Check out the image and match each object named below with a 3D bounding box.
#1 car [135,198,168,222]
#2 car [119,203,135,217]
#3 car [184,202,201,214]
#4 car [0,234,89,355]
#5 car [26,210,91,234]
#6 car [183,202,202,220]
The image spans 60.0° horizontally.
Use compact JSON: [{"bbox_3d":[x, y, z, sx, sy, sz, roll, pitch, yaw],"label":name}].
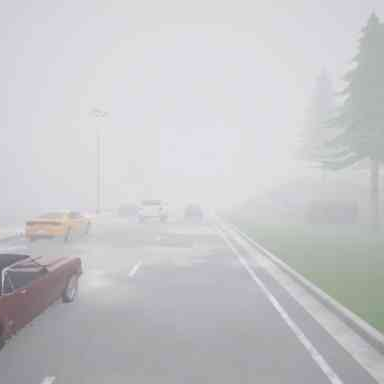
[{"bbox_3d":[-3.402,1.581,30.076,2.150,2.045,5.566,0,0,0],"label":"car"},{"bbox_3d":[-6.901,1.922,37.406,1.882,1.535,5.008,0,-1,0],"label":"car"},{"bbox_3d":[0.139,2.062,43.371,2.033,1.411,5.357,0,-1,1],"label":"car"},{"bbox_3d":[-3.401,1.667,5.462,1.895,1.301,4.718,0,-1,0],"label":"car"},{"bbox_3d":[-6.901,1.689,17.706,1.882,1.535,5.008,0,-1,0],"label":"car"},{"bbox_3d":[0.091,1.940,33.049,2.033,1.411,5.357,0,-1,0],"label":"car"}]
